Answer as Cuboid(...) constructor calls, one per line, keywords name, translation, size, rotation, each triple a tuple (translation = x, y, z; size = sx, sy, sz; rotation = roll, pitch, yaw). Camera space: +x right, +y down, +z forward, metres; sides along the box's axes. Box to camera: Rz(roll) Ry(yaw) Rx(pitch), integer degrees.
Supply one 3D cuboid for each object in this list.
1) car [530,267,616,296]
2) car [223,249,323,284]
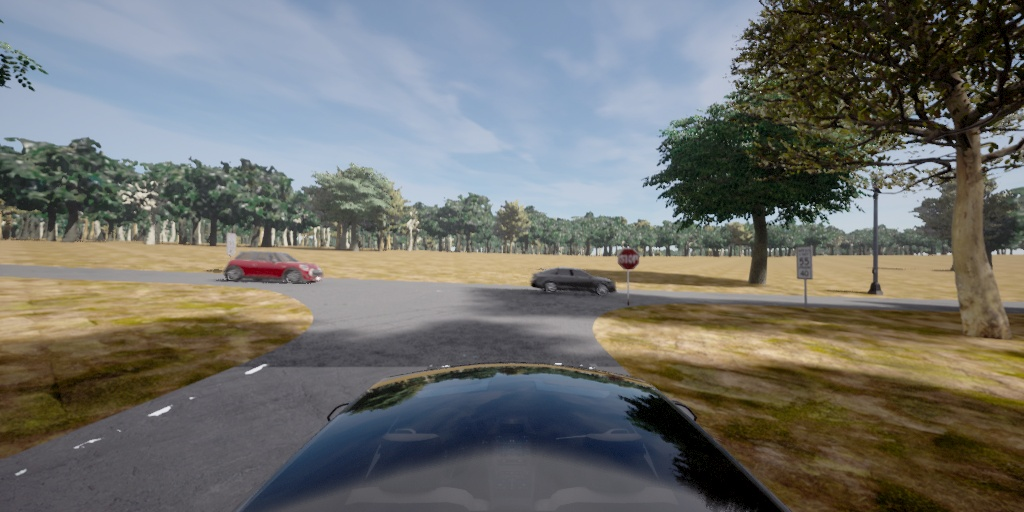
Cuboid(name="car", translation=(3.471, 1.431, 20.597), size=(4.892, 1.490, 1.837), rotation=(2, -2, -3))
Cuboid(name="car", translation=(-13.002, 0.567, 19.831), size=(4.553, 1.767, 2.097), rotation=(3, -2, -3))
